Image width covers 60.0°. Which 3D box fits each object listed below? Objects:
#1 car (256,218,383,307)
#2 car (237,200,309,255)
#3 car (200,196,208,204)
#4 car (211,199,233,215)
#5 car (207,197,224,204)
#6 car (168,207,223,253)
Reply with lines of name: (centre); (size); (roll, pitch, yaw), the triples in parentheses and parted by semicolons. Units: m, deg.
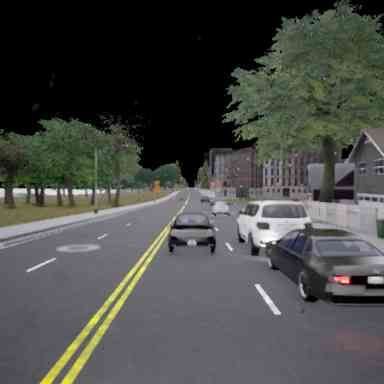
car: (3.253, 1.631, 8.403); (2.033, 1.411, 5.357); (0, -1, 0)
car: (3.256, 1.354, 14.029); (2.150, 2.045, 5.566); (0, 0, 0)
car: (3.290, 1.974, 86.771); (2.150, 2.045, 5.566); (0, 0, 0)
car: (3.268, 1.902, 38.426); (1.812, 1.442, 4.674); (0, -1, 0)
car: (5.295, 1.893, 57.793); (2.097, 1.767, 4.553); (1, 0, 40)
car: (0.012, 1.633, 14.290); (2.128, 1.511, 4.902); (0, 0, 0)
